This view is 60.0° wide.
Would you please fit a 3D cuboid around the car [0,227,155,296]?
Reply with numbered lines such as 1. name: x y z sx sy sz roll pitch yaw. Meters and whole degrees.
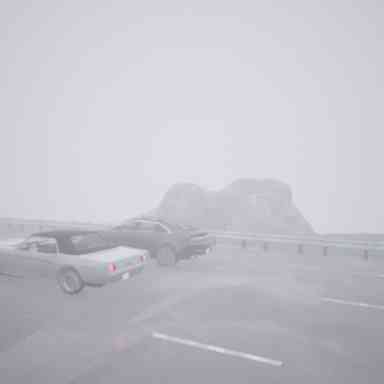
1. car: -3.577 1.656 8.724 4.718 1.301 1.895 1 -1 24

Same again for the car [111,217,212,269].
1. car: -1.702 1.635 11.696 4.902 1.511 2.128 1 -1 24
